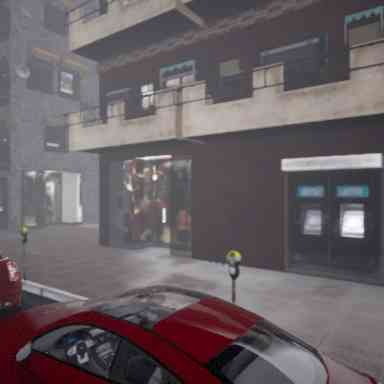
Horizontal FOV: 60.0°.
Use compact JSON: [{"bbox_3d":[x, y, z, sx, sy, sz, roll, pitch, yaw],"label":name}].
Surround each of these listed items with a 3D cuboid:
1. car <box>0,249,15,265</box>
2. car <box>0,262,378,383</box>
[{"bbox_3d":[-5.061,1.457,6.348,4.097,1.590,1.967,0,0,36],"label":"car"},{"bbox_3d":[-0.514,1.586,3.089,4.206,1.307,1.802,0,0,36],"label":"car"}]
